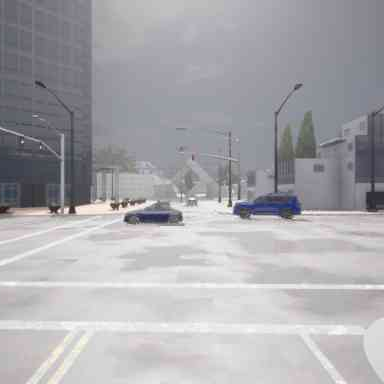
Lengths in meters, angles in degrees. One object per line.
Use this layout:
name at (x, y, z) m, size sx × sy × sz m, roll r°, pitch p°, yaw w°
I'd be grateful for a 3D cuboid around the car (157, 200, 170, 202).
car at (-3.614, 1.598, 41.604) m, size 1.895 × 1.301 × 4.718 m, roll 0°, pitch 0°, yaw 0°

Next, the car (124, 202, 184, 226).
car at (-2.650, 1.587, 23.442) m, size 4.181 × 1.385 × 1.994 m, roll 0°, pitch 0°, yaw 0°

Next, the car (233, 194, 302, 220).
car at (6.252, 1.223, 27.682) m, size 5.566 × 2.045 × 2.150 m, roll 0°, pitch 1°, yaw 11°

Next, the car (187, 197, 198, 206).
car at (0.077, 1.544, 55.009) m, size 2.033 × 1.411 × 5.357 m, roll 0°, pitch 0°, yaw 0°
